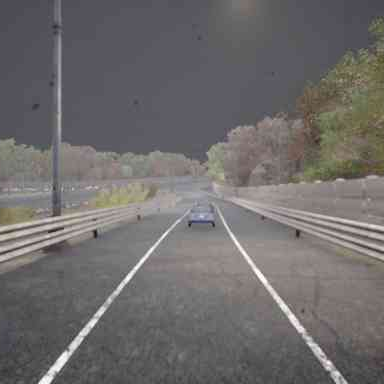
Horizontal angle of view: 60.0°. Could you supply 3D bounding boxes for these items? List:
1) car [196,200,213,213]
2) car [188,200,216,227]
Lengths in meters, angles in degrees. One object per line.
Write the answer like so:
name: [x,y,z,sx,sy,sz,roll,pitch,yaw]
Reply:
car: [1.454,1.611,37.968,1.895,1.301,4.718,0,0,3]
car: [0.698,1.554,22.973,2.033,1.411,5.357,0,0,3]
